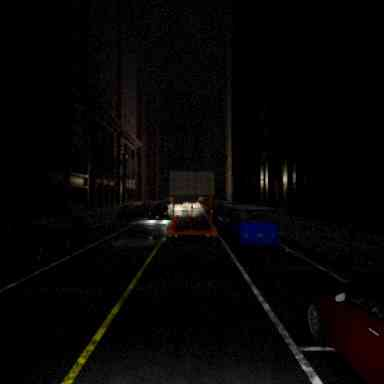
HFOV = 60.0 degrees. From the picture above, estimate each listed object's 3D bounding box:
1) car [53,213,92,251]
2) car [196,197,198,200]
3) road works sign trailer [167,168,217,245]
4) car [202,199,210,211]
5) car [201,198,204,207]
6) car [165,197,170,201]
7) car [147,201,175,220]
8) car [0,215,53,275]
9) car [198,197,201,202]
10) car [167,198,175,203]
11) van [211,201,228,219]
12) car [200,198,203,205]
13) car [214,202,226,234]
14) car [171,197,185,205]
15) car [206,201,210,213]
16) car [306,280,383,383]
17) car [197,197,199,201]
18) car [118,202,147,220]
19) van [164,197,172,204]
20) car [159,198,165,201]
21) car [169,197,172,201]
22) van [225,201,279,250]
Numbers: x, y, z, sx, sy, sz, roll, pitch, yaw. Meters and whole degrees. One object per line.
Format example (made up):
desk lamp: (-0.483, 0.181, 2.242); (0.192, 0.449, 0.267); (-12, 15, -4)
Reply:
car: (-5.849, 1.694, 14.967); (1.887, 1.381, 4.507); (1, -1, 0)
car: (2.685, 2.334, 88.089); (1.887, 1.381, 4.507); (1, 0, 0)
road works sign trailer: (0.002, 0.628, 16.441); (2.380, 3.560, 2.880); (0, -1, 0)
car: (2.680, 1.962, 43.093); (2.008, 1.369, 4.403); (1, -1, 0)
car: (2.680, 2.006, 48.717); (1.887, 1.381, 4.507); (1, 0, 0)
car: (-5.844, 2.189, 65.585); (1.802, 1.307, 4.206); (1, 0, 0)
car: (-3.094, 1.862, 32.432); (2.033, 1.411, 5.357); (0, -1, 0)
car: (-5.848, 1.535, 9.344); (1.967, 1.590, 4.097); (1, -1, 0)
car: (2.682, 2.151, 65.591); (1.887, 1.381, 4.507); (1, 0, 0)
car: (-5.841, 2.400, 93.707); (1.947, 1.339, 4.313); (1, 0, 0)
van: (2.680, 1.598, 26.222); (1.690, 1.788, 3.998); (1, -1, 0)
car: (2.681, 2.056, 54.341); (1.887, 1.381, 4.507); (1, 0, 0)
car: (2.679, 1.644, 20.596); (1.967, 1.590, 4.097); (1, -1, 0)
car: (-2.993, 2.105, 73.599); (1.882, 1.535, 5.008); (0, 0, 0)
car: (2.678, 1.860, 31.844); (2.008, 1.369, 4.403); (1, -1, 0)
car: (2.675, 1.621, 3.721); (1.802, 1.307, 4.206); (1, -1, 0)
car: (2.682, 2.219, 71.216); (1.947, 1.339, 4.313); (1, 0, 0)
car: (-5.847, 1.854, 31.840); (1.887, 1.381, 4.507); (1, -1, 0)
van: (-5.839, 2.085, 82.460); (1.690, 1.788, 3.998); (1, 0, 0)
car: (-5.845, 2.035, 54.167); (1.752, 1.417, 4.829); (1, 0, 0)
car: (-5.841, 2.139, 76.835); (1.967, 1.590, 4.097); (1, 0, 0)
van: (2.679, 1.491, 14.972); (1.690, 1.788, 3.998); (1, -1, 0)
